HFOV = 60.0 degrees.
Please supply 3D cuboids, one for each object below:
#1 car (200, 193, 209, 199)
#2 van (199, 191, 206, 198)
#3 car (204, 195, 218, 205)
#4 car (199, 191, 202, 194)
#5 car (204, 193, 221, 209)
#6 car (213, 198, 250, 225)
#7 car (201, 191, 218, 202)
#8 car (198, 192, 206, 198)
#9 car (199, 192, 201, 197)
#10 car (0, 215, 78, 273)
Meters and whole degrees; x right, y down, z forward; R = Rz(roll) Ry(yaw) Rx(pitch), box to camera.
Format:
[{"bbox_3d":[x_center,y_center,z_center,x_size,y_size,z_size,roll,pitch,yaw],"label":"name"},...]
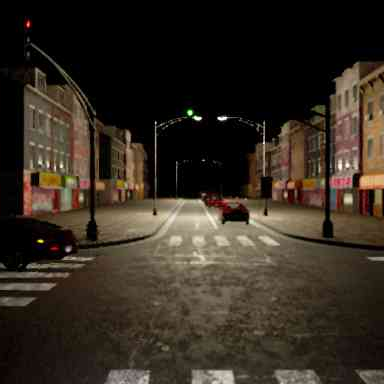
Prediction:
[{"bbox_3d":[2.797,0.916,76.408,1.947,1.339,4.313,0,0,0],"label":"car"},{"bbox_3d":[2.819,0.621,87.282,1.690,1.788,3.998,0,0,0],"label":"van"},{"bbox_3d":[2.745,1.131,49.222,1.802,1.307,4.206,0,0,0],"label":"car"},{"bbox_3d":[2.776,0.977,65.533,2.008,1.369,4.403,0,0,0],"label":"car"},{"bbox_3d":[2.724,1.183,38.347,1.887,1.381,4.507,0,0,0],"label":"car"},{"bbox_3d":[2.693,1.327,22.036,1.887,1.381,4.507,1,1,0],"label":"car"},{"bbox_3d":[2.736,0.908,43.782,2.192,1.841,5.009,0,0,0],"label":"car"},{"bbox_3d":[2.829,0.686,92.720,1.967,1.590,4.097,0,0,0],"label":"car"},{"bbox_3d":[2.766,1.048,60.096,1.802,1.307,4.206,0,0,0],"label":"car"},{"bbox_3d":[-5.761,1.434,10.074,4.674,1.442,1.812,0,-1,15],"label":"car"}]
